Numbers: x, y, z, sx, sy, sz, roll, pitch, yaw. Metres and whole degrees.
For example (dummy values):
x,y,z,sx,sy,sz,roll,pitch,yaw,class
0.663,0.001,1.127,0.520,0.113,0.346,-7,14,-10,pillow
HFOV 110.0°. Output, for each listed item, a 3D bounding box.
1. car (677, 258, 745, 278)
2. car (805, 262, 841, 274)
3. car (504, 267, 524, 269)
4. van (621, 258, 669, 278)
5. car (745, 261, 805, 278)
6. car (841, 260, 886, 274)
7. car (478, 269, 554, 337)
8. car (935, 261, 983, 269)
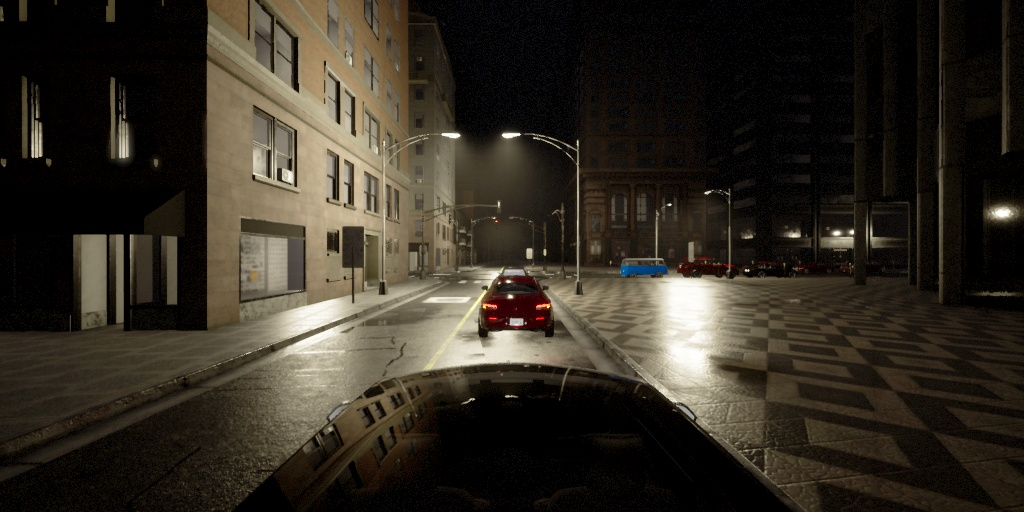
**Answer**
x,y,z,sx,sy,sz,roll,pitch,yaw,class
17.390,1.078,31.998,5.009,1.841,2.192,0,0,-1,car
34.209,1.331,40.769,4.207,1.307,1.802,0,0,-1,car
0.114,1.303,19.977,1.994,1.385,4.181,0,0,0,car
11.749,1.105,31.916,3.998,1.789,1.690,0,0,-1,van
23.030,1.326,32.080,4.313,1.339,1.948,0,0,-1,car
39.848,1.185,40.851,4.097,1.591,1.967,0,0,-1,car
0.097,1.271,10.105,1.812,1.442,4.674,0,0,0,car
39.947,1.190,32.326,4.097,1.591,1.967,0,0,-1,car
